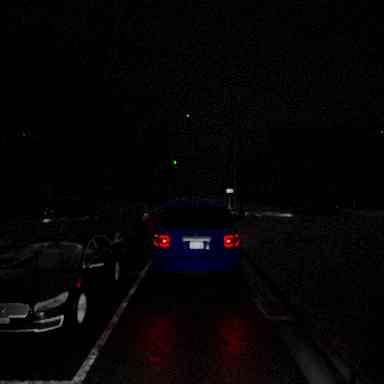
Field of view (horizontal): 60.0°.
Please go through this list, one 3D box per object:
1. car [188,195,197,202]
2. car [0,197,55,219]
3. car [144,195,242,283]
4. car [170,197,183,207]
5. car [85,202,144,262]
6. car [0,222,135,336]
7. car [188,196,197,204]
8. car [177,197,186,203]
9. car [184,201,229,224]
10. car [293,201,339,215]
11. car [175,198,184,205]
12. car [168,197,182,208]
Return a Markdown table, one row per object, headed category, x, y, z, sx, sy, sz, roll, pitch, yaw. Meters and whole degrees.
| category | x | y | z | sx | sy | sz | roll | pitch | yaw |
| --- | --- | --- | --- | --- | --- | --- | --- | --- | --- |
| car | 0.179 | 1.579 | 84.932 | 2.097 | 1.767 | 4.553 | 0 | 0 | 0 |
| car | -15.230 | 1.421 | 29.702 | 5.566 | 2.045 | 2.150 | -1 | 0 | 0 |
| car | 0.118 | 1.237 | 9.883 | 2.150 | 2.045 | 5.566 | 0 | 0 | 0 |
| car | -2.523 | 1.632 | 56.125 | 1.967 | 1.590 | 4.097 | 0 | 0 | 0 |
| car | -2.614 | 1.332 | 12.289 | 2.192 | 1.841 | 5.009 | 0 | 0 | 0 |
| car | -2.625 | 1.559 | 6.825 | 2.008 | 1.369 | 4.403 | 0 | 0 | 0 |
| car | 0.157 | 1.782 | 74.540 | 1.882 | 1.535 | 5.008 | 0 | 0 | 0 |
| car | -2.477 | 1.895 | 78.879 | 2.008 | 1.369 | 4.403 | 0 | 0 | 0 |
| car | 1.282 | 1.543 | 26.335 | 2.128 | 1.511 | 4.902 | -1 | 0 | 20 |
| car | 12.110 | 1.536 | 32.627 | 4.181 | 1.385 | 1.994 | 0 | 0 | 0 |
| car | -2.500 | 1.845 | 67.502 | 1.802 | 1.307 | 4.206 | 0 | 0 | 0 |
| car | -2.536 | 1.600 | 50.437 | 1.967 | 1.590 | 4.097 | 0 | 0 | 0 |
